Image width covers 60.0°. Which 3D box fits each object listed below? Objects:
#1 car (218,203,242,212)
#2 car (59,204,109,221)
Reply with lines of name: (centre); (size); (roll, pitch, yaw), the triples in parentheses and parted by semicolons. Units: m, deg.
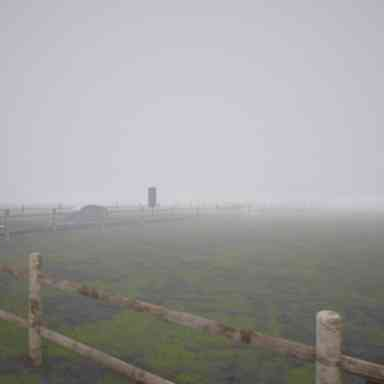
car: (6.129, 2.408, 52.894); (2.033, 1.411, 5.357); (0, -1, 36)
car: (-9.827, 1.852, 30.624); (1.812, 1.442, 4.674); (0, -1, 36)
